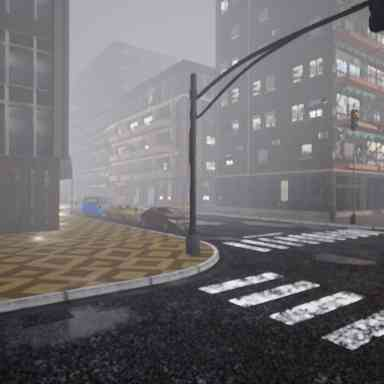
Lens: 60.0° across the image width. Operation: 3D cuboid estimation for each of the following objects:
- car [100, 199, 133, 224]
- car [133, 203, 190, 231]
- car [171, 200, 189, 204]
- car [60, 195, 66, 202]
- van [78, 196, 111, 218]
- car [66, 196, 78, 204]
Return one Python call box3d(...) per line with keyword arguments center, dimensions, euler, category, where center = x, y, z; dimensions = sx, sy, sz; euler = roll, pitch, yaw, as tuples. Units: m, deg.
box3d(center=(-4.843, 1.456, 24.319), dimensions=(1.752, 1.417, 4.829), euler=(0, 0, -36), category="car")
box3d(center=(-1.642, 1.523, 19.856), dimensions=(1.802, 1.307, 4.206), euler=(0, 0, -36), category="car")
box3d(center=(-1.533, 1.483, 34.082), dimensions=(1.752, 1.417, 4.829), euler=(0, 0, -36), category="car")
box3d(center=(-27.841, 1.356, 70.761), dimensions=(1.967, 1.590, 4.097), euler=(0, 0, -36), category="car")
box3d(center=(-8.243, 1.263, 29.060), dimensions=(1.690, 1.788, 3.998), euler=(0, 0, -36), category="van")
box3d(center=(-21.339, 1.443, 61.695), dimensions=(1.752, 1.417, 4.829), euler=(0, 0, -36), category="car")
